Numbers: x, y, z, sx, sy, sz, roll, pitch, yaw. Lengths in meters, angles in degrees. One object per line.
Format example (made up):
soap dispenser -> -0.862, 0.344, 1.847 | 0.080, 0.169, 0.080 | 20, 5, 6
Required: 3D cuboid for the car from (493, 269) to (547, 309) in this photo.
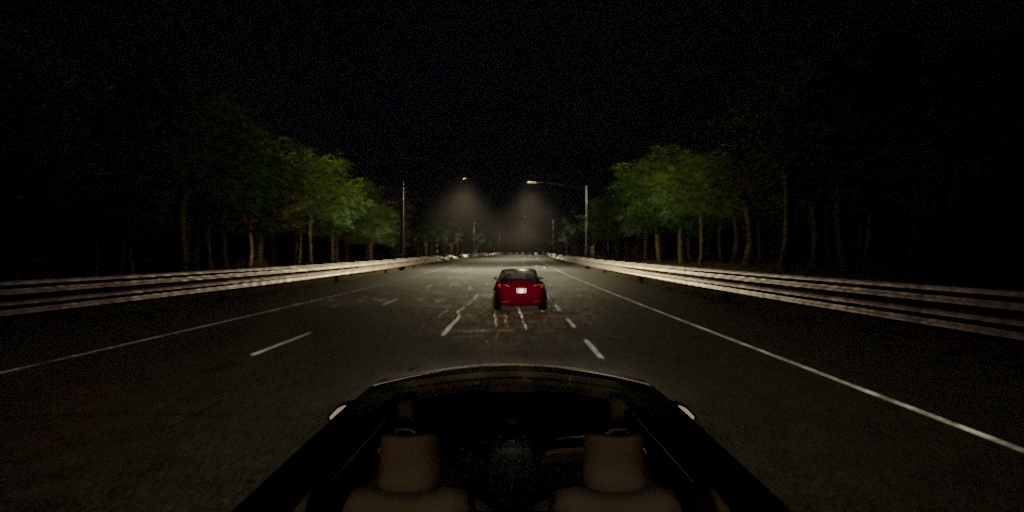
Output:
car -> 0.270, 1.245, 14.855 | 2.163, 1.488, 4.792 | 0, 0, -1
